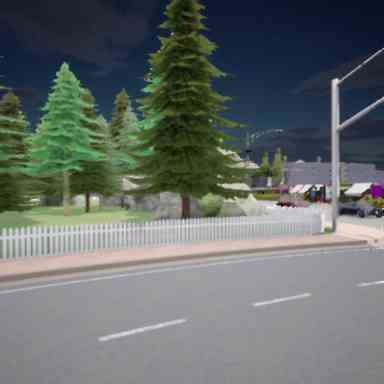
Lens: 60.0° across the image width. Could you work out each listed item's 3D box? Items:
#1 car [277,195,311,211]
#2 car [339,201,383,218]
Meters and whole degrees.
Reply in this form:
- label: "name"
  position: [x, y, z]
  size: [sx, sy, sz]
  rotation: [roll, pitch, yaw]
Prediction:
- label: "car"
  position: [11.835, 1.199, 38.796]
  size: [2.097, 1.767, 4.553]
  rotation: [0, 0, -14]
- label: "car"
  position: [14.404, 1.445, 28.723]
  size: [1.994, 1.385, 4.181]
  rotation: [0, 0, -14]
